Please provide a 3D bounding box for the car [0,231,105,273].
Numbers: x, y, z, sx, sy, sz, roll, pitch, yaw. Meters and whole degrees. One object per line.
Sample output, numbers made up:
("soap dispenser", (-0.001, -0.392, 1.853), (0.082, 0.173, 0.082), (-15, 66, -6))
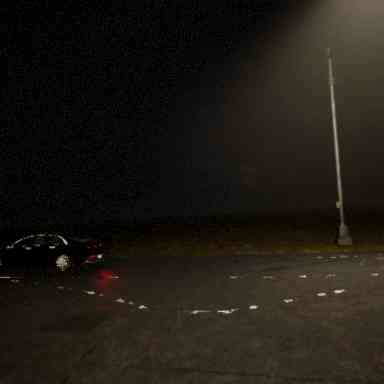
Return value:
("car", (-6.013, 2.400, 13.517), (4.892, 1.490, 1.837), (-3, -4, 10))
